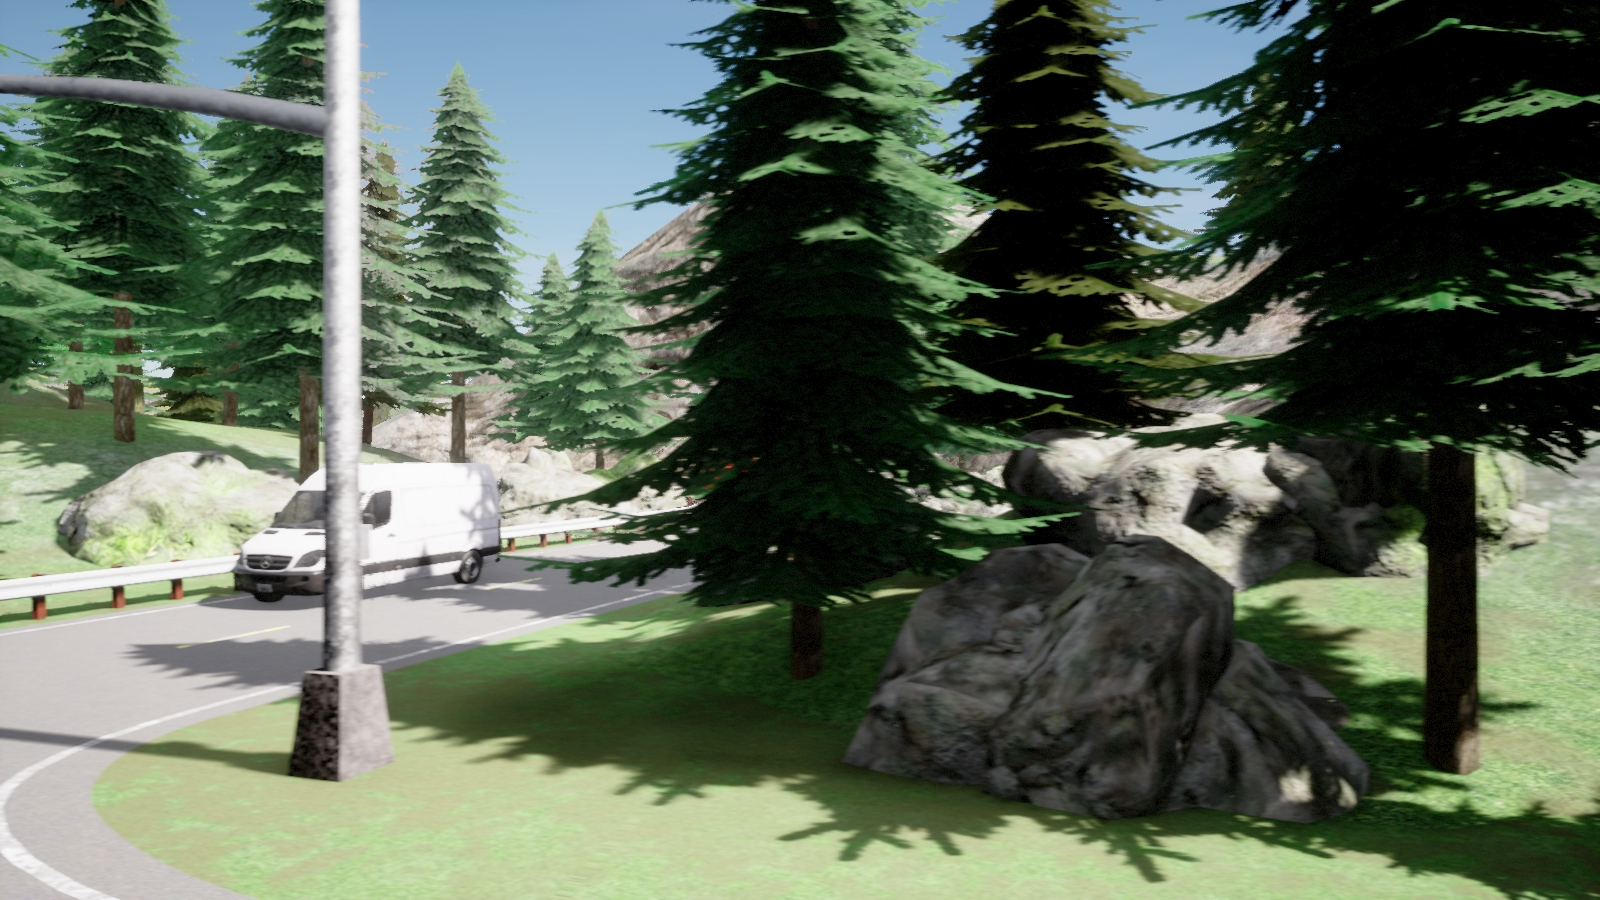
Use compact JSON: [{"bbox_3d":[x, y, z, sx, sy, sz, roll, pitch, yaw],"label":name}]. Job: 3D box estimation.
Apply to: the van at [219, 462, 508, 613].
[{"bbox_3d":[-8.389,1.533,22.771,1.988,2.561,5.915,0,0,20],"label":"van"}]
